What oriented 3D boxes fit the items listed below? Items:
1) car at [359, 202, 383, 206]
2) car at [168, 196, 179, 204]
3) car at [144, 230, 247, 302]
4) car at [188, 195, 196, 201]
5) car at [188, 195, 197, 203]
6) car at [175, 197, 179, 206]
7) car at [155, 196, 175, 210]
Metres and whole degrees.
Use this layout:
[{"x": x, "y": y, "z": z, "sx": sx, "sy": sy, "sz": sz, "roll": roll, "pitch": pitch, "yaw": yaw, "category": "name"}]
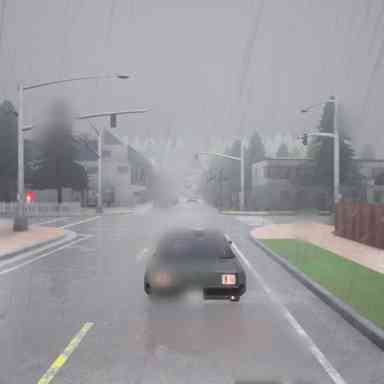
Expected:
[{"x": 15.305, "y": 1.582, "z": 29.288, "sx": 4.718, "sy": 1.301, "sz": 1.895, "roll": 0, "pitch": 0, "yaw": -8, "category": "car"}, {"x": -3.543, "y": 1.564, "z": 64.089, "sx": 1.994, "sy": 1.385, "sz": 4.181, "roll": 0, "pitch": 0, "yaw": 0, "category": "car"}, {"x": 0.070, "y": 1.601, "z": 8.225, "sx": 1.895, "sy": 1.301, "sz": 4.718, "roll": 0, "pitch": 0, "yaw": 0, "category": "car"}, {"x": 0.017, "y": 1.478, "z": 81.492, "sx": 1.882, "sy": 1.535, "sz": 5.008, "roll": 0, "pitch": 0, "yaw": 0, "category": "car"}, {"x": 0.018, "y": 1.595, "z": 71.456, "sx": 1.895, "sy": 1.301, "sz": 4.718, "roll": 0, "pitch": 0, "yaw": 0, "category": "car"}, {"x": -3.579, "y": 1.506, "z": 53.723, "sx": 1.837, "sy": 1.490, "sz": 4.892, "roll": 0, "pitch": 0, "yaw": 0, "category": "car"}, {"x": -3.587, "y": 1.478, "z": 42.084, "sx": 1.882, "sy": 1.535, "sz": 5.008, "roll": 0, "pitch": 0, "yaw": 0, "category": "car"}]
